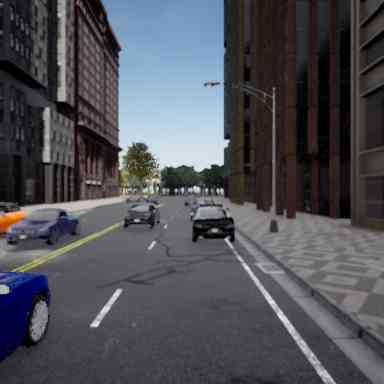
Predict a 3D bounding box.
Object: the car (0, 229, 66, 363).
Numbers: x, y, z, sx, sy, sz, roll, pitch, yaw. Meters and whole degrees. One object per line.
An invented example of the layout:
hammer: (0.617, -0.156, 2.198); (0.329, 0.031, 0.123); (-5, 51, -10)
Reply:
car: (-3.156, 1.469, 3.258); (1.882, 1.535, 5.008); (0, 0, 0)

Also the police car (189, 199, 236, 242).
police car: (0.942, 1.384, 16.339); (1.930, 1.638, 5.238); (0, 0, 0)

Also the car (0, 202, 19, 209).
car: (-9.881, 1.311, 16.076); (2.097, 1.767, 4.553); (0, 0, 0)

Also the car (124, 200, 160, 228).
car: (-3.179, 1.471, 21.539); (1.812, 1.442, 4.674); (0, 0, 0)

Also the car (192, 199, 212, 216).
car: (0.911, 1.444, 32.230); (1.812, 1.442, 4.674); (0, 0, 0)

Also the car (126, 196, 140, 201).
car: (-9.939, 1.380, 56.511); (1.812, 1.442, 4.674); (0, 0, 0)

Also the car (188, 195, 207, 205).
car: (0.922, 1.285, 26.200); (2.097, 1.767, 4.553); (0, 0, 0)

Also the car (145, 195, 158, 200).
car: (-6.691, 1.360, 55.774); (1.837, 1.490, 4.892); (0, 0, 0)

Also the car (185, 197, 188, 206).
car: (-0.101, 1.433, 50.854); (1.994, 1.385, 4.181); (0, 0, 0)

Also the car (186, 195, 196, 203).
car: (-0.136, 1.371, 68.123); (2.033, 1.411, 5.357); (0, 0, 0)

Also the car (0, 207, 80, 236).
car: (-6.631, 1.487, 15.344); (1.812, 1.442, 4.674); (0, 0, 0)
